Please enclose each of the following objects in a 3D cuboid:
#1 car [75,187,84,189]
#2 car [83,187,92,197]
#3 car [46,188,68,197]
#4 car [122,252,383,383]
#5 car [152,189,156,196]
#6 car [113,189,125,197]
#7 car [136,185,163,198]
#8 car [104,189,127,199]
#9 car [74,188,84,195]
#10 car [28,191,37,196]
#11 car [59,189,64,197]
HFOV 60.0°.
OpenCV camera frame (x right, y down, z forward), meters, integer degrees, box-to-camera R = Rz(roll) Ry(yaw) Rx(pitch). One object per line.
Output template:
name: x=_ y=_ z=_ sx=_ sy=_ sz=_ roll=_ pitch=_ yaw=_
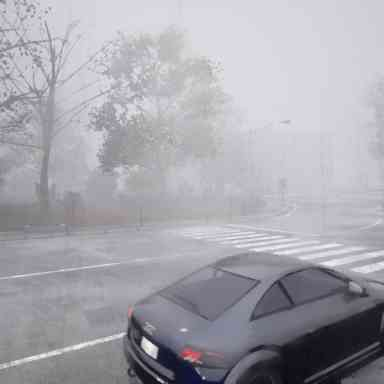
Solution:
car: x=-23.787 y=0.062 z=70.567 sx=2.435 sy=2.045 sz=5.566 roll=0 pitch=2 yaw=18
car: x=-19.091 y=0.192 z=66.956 sx=2.185 sy=1.767 sz=4.553 roll=-1 pitch=2 yaw=18
car: x=-30.753 y=0.103 z=76.151 sx=2.185 sy=1.767 sz=4.553 roll=0 pitch=2 yaw=19
car: x=1.199 y=1.562 z=4.565 sx=4.181 sy=1.385 sz=1.994 roll=0 pitch=0 yaw=-35
car: x=-4.889 y=0.127 z=56.140 sx=2.231 sy=1.521 sz=4.892 roll=-1 pitch=2 yaw=16
car: x=-12.038 y=0.125 z=61.458 sx=2.185 sy=1.767 sz=4.553 roll=-2 pitch=1 yaw=17
car: x=-7.290 y=-0.082 z=57.878 sx=2.435 sy=2.045 sz=5.566 roll=-1 pitch=2 yaw=17
car: x=-14.433 y=0.286 z=63.111 sx=1.946 sy=1.575 sz=5.366 roll=-1 pitch=2 yaw=17
car: x=-21.445 y=0.351 z=68.735 sx=2.163 sy=1.488 sz=4.792 roll=-1 pitch=2 yaw=18
car: x=-37.635 y=0.114 z=81.832 sx=2.097 sy=1.535 sz=5.008 roll=0 pitch=2 yaw=20
car: x=-26.112 y=0.294 z=72.451 sx=2.231 sy=1.521 sz=4.892 roll=-1 pitch=2 yaw=18
